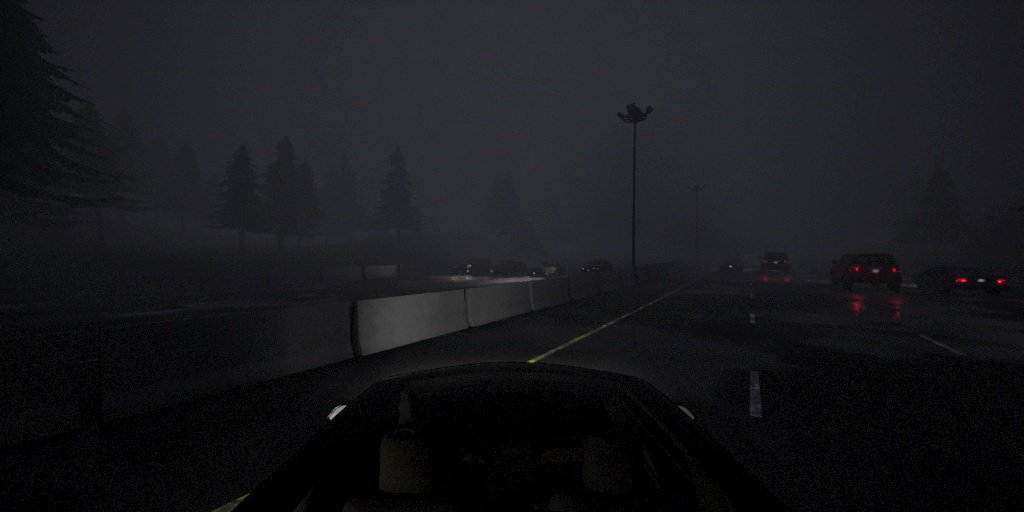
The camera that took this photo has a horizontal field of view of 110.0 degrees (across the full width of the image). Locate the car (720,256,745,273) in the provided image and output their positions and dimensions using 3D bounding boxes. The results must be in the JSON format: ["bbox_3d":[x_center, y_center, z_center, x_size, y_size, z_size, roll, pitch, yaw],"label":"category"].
[{"bbox_3d":[22.517,0.956,36.781,1.994,1.385,4.181,0,1,34],"label":"car"}]

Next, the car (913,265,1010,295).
[{"bbox_3d":[23.101,1.163,18.673,2.033,1.411,5.357,0,1,34],"label":"car"}]

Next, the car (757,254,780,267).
[{"bbox_3d":[33.310,0.584,46.692,2.128,1.511,4.902,0,1,33],"label":"car"}]

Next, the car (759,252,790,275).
[{"bbox_3d":[25.053,0.628,34.269,2.150,2.045,5.566,0,1,33],"label":"car"}]

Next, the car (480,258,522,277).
[{"bbox_3d":[-0.452,1.091,34.134,2.128,1.511,4.902,0,1,34],"label":"car"}]

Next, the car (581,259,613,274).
[{"bbox_3d":[8.275,1.046,34.550,1.837,1.490,4.892,0,0,34],"label":"car"}]

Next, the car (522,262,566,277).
[{"bbox_3d":[3.179,1.187,33.262,1.895,1.301,4.718,0,1,34],"label":"car"}]

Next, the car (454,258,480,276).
[{"bbox_3d":[-3.641,0.954,35.661,2.097,1.767,4.553,0,1,34],"label":"car"}]

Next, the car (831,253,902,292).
[{"bbox_3d":[20.259,0.834,20.726,2.150,2.045,5.566,0,1,34],"label":"car"}]
